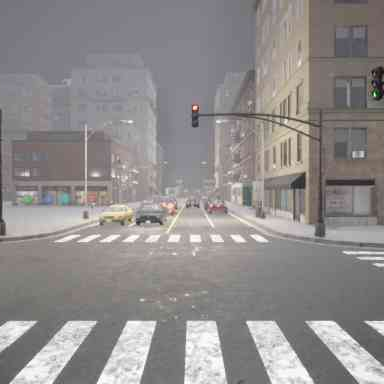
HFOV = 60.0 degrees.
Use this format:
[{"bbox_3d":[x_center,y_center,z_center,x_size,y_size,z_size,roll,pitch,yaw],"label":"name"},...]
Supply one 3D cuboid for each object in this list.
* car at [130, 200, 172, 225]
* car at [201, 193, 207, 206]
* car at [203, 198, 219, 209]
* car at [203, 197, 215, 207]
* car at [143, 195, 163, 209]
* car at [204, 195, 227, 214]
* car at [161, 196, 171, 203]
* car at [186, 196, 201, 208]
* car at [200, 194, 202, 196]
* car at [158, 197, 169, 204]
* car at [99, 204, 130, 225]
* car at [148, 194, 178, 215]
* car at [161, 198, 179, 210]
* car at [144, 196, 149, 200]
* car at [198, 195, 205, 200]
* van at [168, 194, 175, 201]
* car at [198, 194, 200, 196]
[{"bbox_3d":[-2.841,1.548,24.166,2.033,1.411,5.357,0,0,0],"label":"car"},{"bbox_3d":[2.650,1.317,41.036,2.192,1.841,5.009,0,0,0],"label":"car"},{"bbox_3d":[2.652,1.568,46.698,1.947,1.339,4.313,0,0,0],"label":"car"},{"bbox_3d":[2.654,1.528,52.530,1.752,1.417,4.829,0,0,0],"label":"car"},{"bbox_3d":[-5.373,1.317,46.701,2.192,1.841,5.009,0,0,0],"label":"car"},{"bbox_3d":[2.648,1.441,35.374,1.967,1.590,4.097,0,0,0],"label":"car"},{"bbox_3d":[-5.365,1.530,69.179,1.752,1.417,4.829,0,0,0],"label":"car"},{"bbox_3d":[0.115,1.603,47.926,1.895,1.301,4.718,0,0,0],"label":"car"},{"bbox_3d":[2.660,1.555,69.346,2.008,1.369,4.403,0,0,0],"label":"car"},{"bbox_3d":[-5.367,1.586,63.687,1.802,1.307,4.206,0,0,0],"label":"car"},{"bbox_3d":[-5.381,1.526,23.883,1.752,1.417,4.829,0,0,0],"label":"car"},{"bbox_3d":[-2.841,1.353,33.814,2.097,1.767,4.553,0,0,0],"label":"car"},{"bbox_3d":[-2.831,1.550,44.222,2.033,1.411,5.357,0,0,0],"label":"car"},{"bbox_3d":[-5.375,1.552,41.039,2.008,1.369,4.403,0,0,0],"label":"car"},{"bbox_3d":[2.668,1.575,91.993,1.947,1.339,4.313,0,0,0],"label":"car"},{"bbox_3d":[-5.359,1.349,86.334,1.690,1.788,3.998,0,0,0],"label":"van"},{"bbox_3d":[0.113,1.507,67.434,1.837,1.490,4.892,0,-1,0],"label":"car"}]
